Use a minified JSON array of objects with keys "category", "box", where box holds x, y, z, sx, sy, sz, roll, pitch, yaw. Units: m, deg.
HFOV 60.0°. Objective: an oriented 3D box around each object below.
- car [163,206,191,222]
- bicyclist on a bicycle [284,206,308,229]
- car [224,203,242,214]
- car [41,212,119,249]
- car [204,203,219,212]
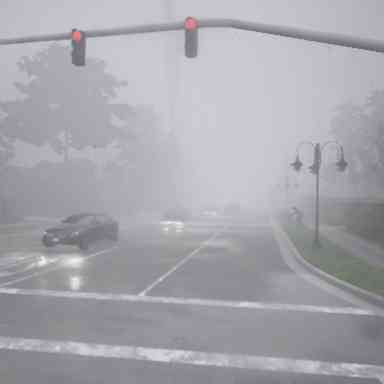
[{"category":"car","box":[-1.431,2.081,32.444,1.994,1.385,4.181,1,-1,12]},{"category":"bicyclist on a bicycle","box":[7.545,1.860,24.169,1.656,1.620,0.582,1,-1,12]},{"category":"car","box":[5.953,2.455,49.857,1.837,1.490,4.892,1,-1,12]},{"category":"car","box":[-4.973,1.695,15.582,1.812,1.442,4.674,1,-1,12]},{"category":"car","box":[3.284,2.536,54.445,1.994,1.385,4.181,1,-1,12]}]
